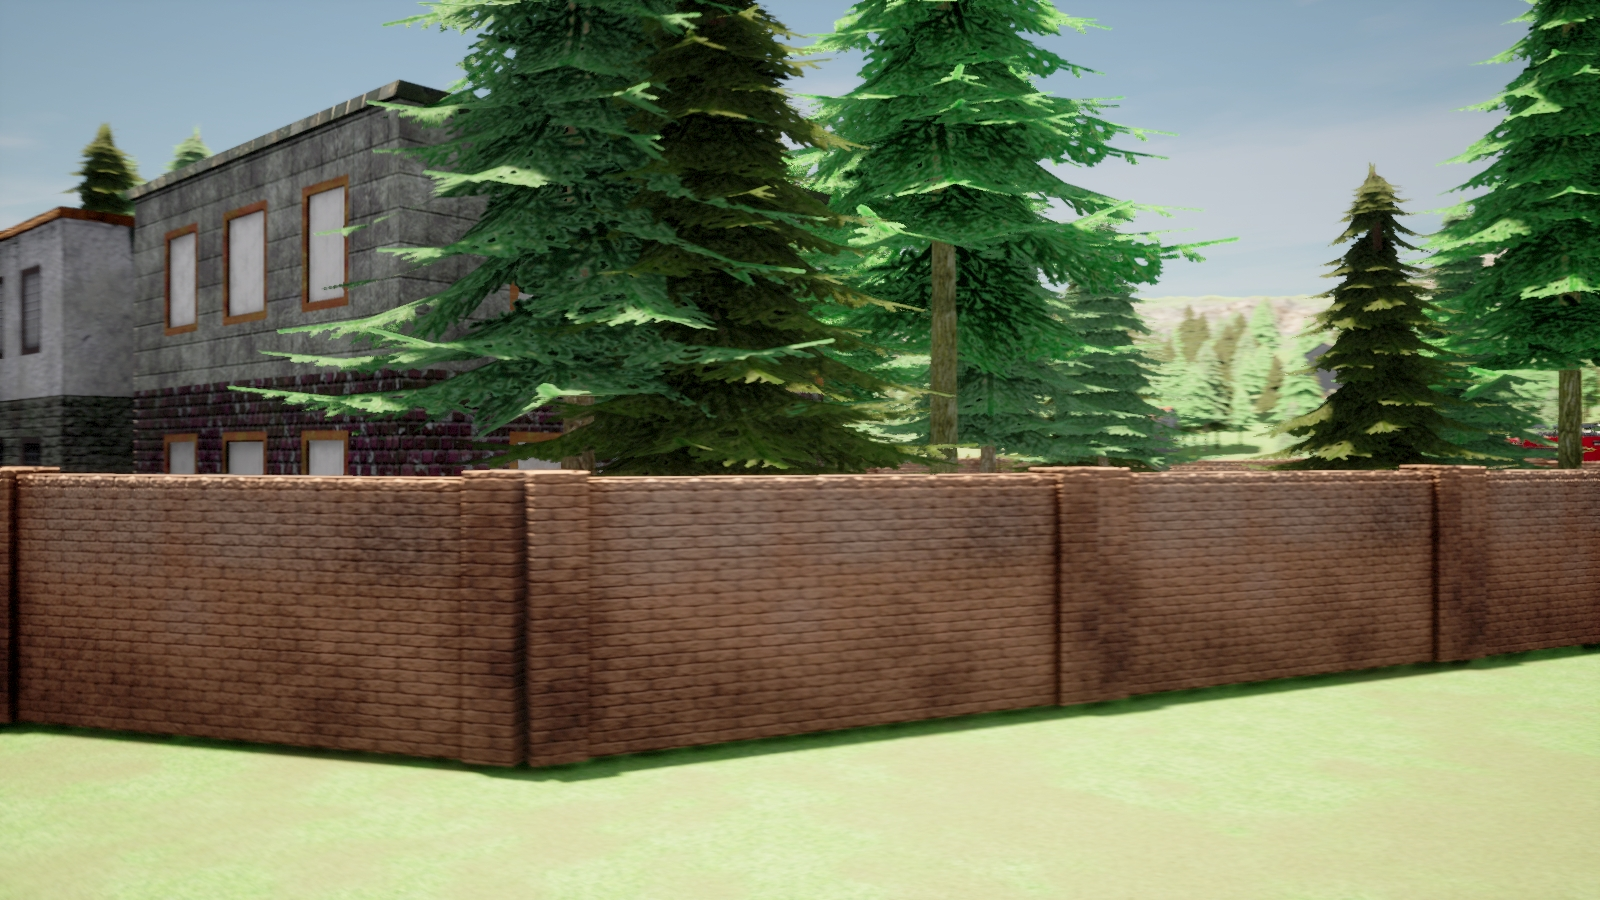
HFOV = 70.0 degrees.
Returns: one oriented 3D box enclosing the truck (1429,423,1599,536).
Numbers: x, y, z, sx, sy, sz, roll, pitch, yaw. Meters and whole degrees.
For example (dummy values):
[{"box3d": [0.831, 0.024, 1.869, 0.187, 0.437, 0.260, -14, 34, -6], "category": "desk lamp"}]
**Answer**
[{"box3d": [27.344, 0.996, 40.451, 8.468, 3.827, 2.891, 0, 0, 41], "category": "truck"}]
